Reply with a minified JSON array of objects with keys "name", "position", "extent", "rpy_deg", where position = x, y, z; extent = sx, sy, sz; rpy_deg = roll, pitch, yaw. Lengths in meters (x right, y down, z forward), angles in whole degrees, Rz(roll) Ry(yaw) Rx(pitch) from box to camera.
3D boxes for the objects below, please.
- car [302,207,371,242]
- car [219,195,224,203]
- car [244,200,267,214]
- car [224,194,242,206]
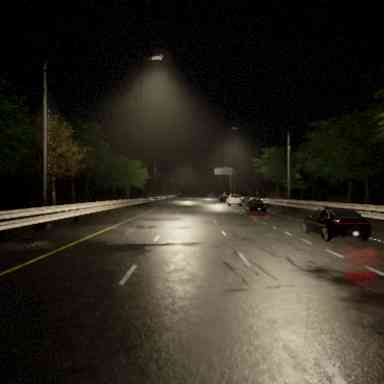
[{"name":"car","position":[7.021,1.539,16.655],"extent":[1.837,1.490,4.892],"rpy_deg":[0,0,0]},{"name":"car","position":[7.354,1.583,77.690],"extent":[2.097,1.767,4.553],"rpy_deg":[0,0,1]},{"name":"car","position":[7.088,1.624,37.228],"extent":[1.812,1.442,4.674],"rpy_deg":[0,0,0]},{"name":"car","position":[7.200,1.400,57.282],"extent":[2.150,2.045,5.566],"rpy_deg":[0,0,0]}]
